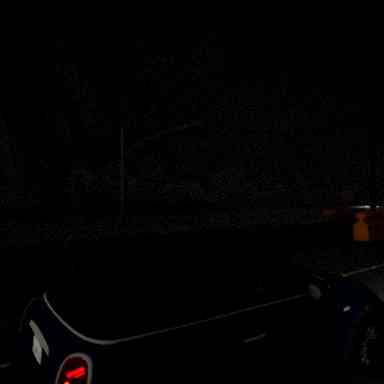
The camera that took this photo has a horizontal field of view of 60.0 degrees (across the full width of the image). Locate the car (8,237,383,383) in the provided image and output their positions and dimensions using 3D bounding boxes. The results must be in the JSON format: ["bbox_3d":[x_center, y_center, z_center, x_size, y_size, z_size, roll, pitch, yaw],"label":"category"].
[{"bbox_3d":[0.418,1.354,4.055,4.553,1.767,2.097,0,0,-36],"label":"car"}]

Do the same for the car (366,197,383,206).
[{"bbox_3d":[28.699,1.416,50.688,5.357,1.411,2.033,0,0,-36],"label":"car"}]
